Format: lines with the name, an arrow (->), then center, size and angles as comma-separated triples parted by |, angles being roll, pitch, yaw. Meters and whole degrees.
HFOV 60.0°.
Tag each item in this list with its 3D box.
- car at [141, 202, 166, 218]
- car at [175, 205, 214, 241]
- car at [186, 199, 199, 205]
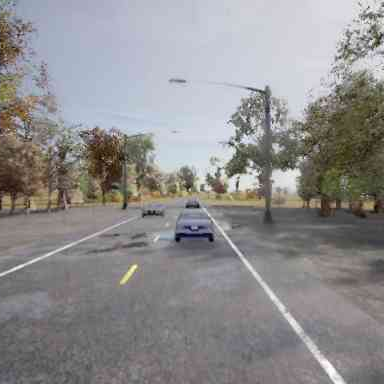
car -> -3.559, 1.668, 31.437 | 1.994, 1.385, 4.181 | 0, 0, 0
car -> 0.109, 1.604, 16.992 | 2.033, 1.411, 5.357 | 0, 0, 0
car -> 0.124, 1.734, 51.782 | 1.994, 1.385, 4.181 | 0, 0, 0
